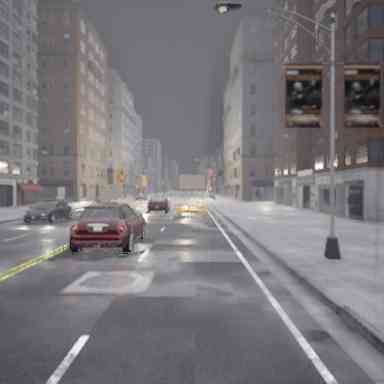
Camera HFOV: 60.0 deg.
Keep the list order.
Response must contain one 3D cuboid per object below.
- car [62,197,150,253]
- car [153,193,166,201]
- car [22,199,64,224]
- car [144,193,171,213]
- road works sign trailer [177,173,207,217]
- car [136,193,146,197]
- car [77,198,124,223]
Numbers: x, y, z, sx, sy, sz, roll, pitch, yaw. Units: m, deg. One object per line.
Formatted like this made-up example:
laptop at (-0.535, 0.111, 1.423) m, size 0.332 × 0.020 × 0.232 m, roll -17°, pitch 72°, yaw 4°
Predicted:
car at (-3.148, 1.232, 13.238) m, size 2.097 × 1.767 × 4.553 m, roll 0°, pitch 1°, yaw 0°
car at (-6.501, 0.910, 66.225) m, size 2.128 × 1.511 × 4.902 m, roll 0°, pitch 1°, yaw 0°
car at (-9.847, 1.297, 23.046) m, size 1.837 × 1.490 × 4.892 m, roll 0°, pitch 0°, yaw 0°
car at (-3.136, 1.187, 32.337) m, size 1.882 × 1.535 × 5.008 m, roll 0°, pitch 1°, yaw 0°
road works sign trailer at (0.002, 0.220, 27.138) m, size 2.380 × 3.560 × 2.880 m, roll 0°, pitch 1°, yaw 0°
car at (-9.753, 0.992, 64.612) m, size 2.033 × 1.411 × 5.357 m, roll 0°, pitch 1°, yaw 0°
car at (-6.596, 1.270, 24.585) m, size 2.128 × 1.511 × 4.902 m, roll 0°, pitch 1°, yaw 0°
